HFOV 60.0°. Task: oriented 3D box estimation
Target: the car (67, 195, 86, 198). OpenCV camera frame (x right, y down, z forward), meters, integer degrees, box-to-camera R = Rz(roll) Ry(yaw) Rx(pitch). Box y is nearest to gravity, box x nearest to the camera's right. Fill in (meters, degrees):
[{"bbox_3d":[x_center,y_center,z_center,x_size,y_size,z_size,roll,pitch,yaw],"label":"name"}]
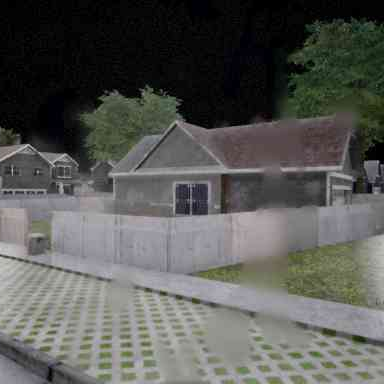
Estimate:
[{"bbox_3d":[-12.766,1.165,36.194,1.837,1.490,4.892,1,1,34],"label":"car"}]
